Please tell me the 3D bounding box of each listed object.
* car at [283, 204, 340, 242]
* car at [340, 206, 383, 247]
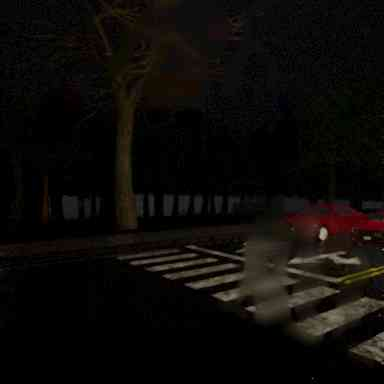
[{"bbox_3d":[6.519,1.394,16.202,5.008,1.535,1.882,0,0,-36],"label":"car"},{"bbox_3d":[8.407,1.394,13.557,5.008,1.535,1.882,0,0,-36],"label":"car"}]
